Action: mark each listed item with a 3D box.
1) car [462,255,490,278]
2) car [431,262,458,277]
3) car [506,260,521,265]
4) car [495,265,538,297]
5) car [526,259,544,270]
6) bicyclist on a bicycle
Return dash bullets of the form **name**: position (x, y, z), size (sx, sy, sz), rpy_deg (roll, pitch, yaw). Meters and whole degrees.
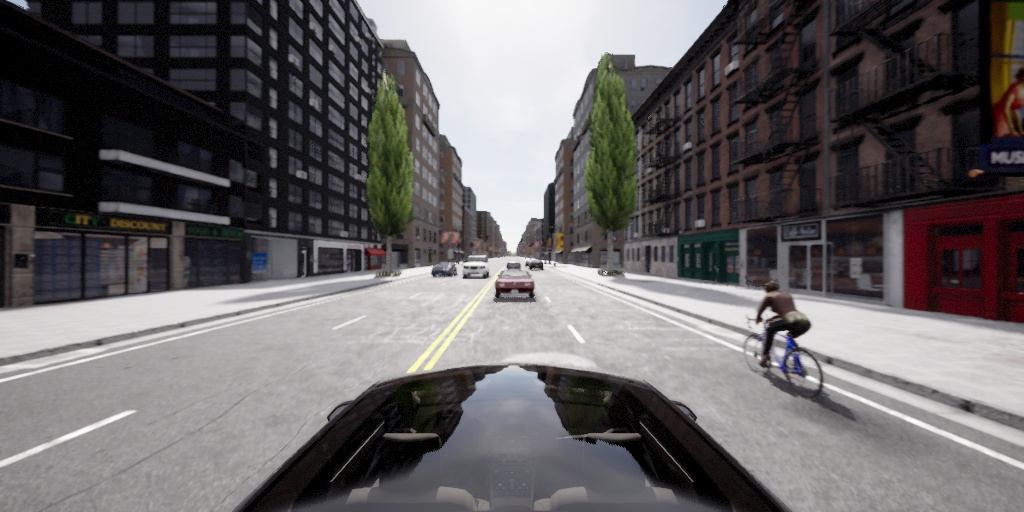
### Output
- **car**: position (-3.276, 0.960, 33.538), size (2.150, 2.045, 5.566), rpy_deg (0, 0, 0)
- **car**: position (-6.522, 1.281, 35.141), size (2.033, 1.411, 5.357), rpy_deg (0, 0, 0)
- **car**: position (0.197, 1.232, 46.512), size (2.128, 1.511, 4.902), rpy_deg (0, 0, 0)
- **car**: position (0.135, 1.349, 18.889), size (1.895, 1.301, 4.718), rpy_deg (0, 0, 0)
- **car**: position (3.455, 1.222, 51.555), size (1.882, 1.535, 5.008), rpy_deg (0, 0, 0)
- **bicyclist on a bicycle**: position (4.149, 1.210, 5.600), size (0.582, 1.620, 1.656), rpy_deg (0, 0, 0)
